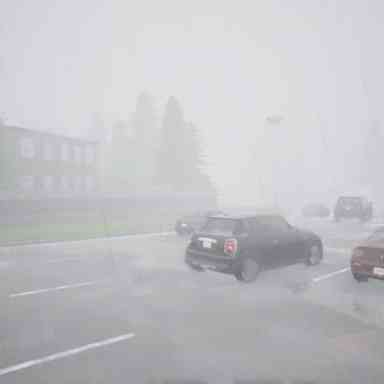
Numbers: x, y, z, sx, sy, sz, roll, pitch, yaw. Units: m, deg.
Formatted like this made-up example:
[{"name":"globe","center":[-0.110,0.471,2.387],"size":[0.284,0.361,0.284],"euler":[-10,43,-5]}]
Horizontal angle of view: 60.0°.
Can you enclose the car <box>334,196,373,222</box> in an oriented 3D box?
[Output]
[{"name":"car","center":[12.914,1.324,26.520],"size":[2.150,2.045,5.566],"euler":[0,0,35]}]

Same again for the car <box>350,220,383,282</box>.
[{"name":"car","center":[5.815,1.554,8.703],"size":[4.674,1.442,1.812],"euler":[0,0,-41]}]

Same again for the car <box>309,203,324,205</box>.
[{"name":"car","center":[11.765,1.702,31.534],"size":[1.994,1.385,4.181],"euler":[0,0,29]}]

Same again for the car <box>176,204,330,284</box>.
[{"name":"car","center":[2.032,1.406,10.090],"size":[4.553,1.767,2.097],"euler":[0,-1,-40]}]

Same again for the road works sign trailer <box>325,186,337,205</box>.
[{"name":"road works sign trailer","center":[26.762,0.729,63.979],"size":[2.380,3.560,2.880],"euler":[0,0,-23]}]
